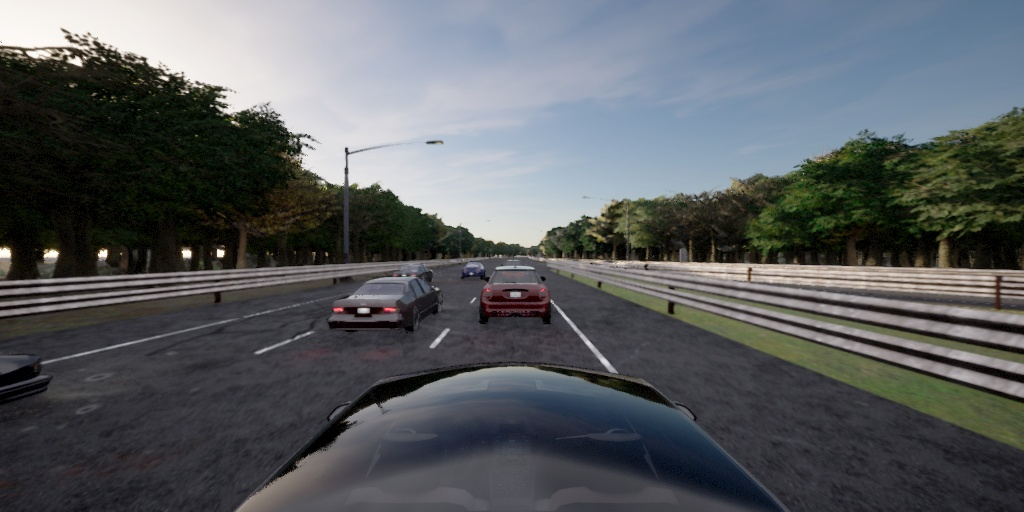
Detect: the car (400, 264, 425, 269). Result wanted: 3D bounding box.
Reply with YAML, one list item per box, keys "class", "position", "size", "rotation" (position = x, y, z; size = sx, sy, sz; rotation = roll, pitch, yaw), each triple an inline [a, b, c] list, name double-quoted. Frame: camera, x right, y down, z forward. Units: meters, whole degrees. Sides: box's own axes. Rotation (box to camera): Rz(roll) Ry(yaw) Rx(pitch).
- class: "car"
  position: [-6.897, 1.275, 25.445]
  size: [2.033, 1.411, 5.357]
  rotation: [0, 0, 0]

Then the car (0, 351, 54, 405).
- class: "car"
  position: [-6.901, 1.299, 2.115]
  size: [2.033, 1.411, 5.357]
  rotation: [0, 0, 0]

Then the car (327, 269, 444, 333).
- class: "car"
  position: [-3.398, 1.300, 10.721]
  size: [2.033, 1.411, 5.357]
  rotation: [0, 0, 0]

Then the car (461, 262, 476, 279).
- class: "car"
  position: [-3.396, 1.292, 32.286]
  size: [1.812, 1.442, 4.674]
  rotation: [0, 0, 0]

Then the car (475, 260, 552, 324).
- class: "car"
  position: [0.100, 1.106, 12.190]
  size: [2.097, 1.767, 4.553]
  rotation: [0, 0, 0]

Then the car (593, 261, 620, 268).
- class: "car"
  position: [12.981, 1.419, 49.650]
  size: [2.033, 1.411, 5.357]
  rotation: [0, 0, -14]
